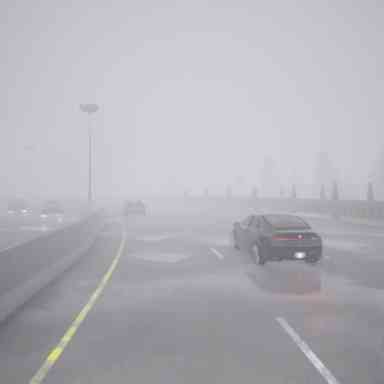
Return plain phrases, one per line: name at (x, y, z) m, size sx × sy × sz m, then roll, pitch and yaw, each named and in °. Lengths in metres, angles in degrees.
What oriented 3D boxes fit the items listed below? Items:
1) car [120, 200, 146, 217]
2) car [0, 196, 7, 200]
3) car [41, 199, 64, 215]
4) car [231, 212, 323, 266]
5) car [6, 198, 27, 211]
car at (-5.663, 1.467, 31.643) m, size 2.128 × 1.511 × 4.902 m, roll 0°, pitch 0°, yaw -19°
car at (-39.602, 1.386, 69.037) m, size 4.674 × 1.442 × 1.812 m, roll 0°, pitch 0°, yaw 40°
car at (-14.897, 1.551, 35.502) m, size 1.837 × 1.490 × 4.892 m, roll 0°, pitch 0°, yaw -24°
car at (2.665, 1.463, 11.460) m, size 1.837 × 1.490 × 4.892 m, roll 0°, pitch 0°, yaw -7°
car at (-22.667, 1.615, 43.184) m, size 1.837 × 1.490 × 4.892 m, roll 0°, pitch 0°, yaw -30°
